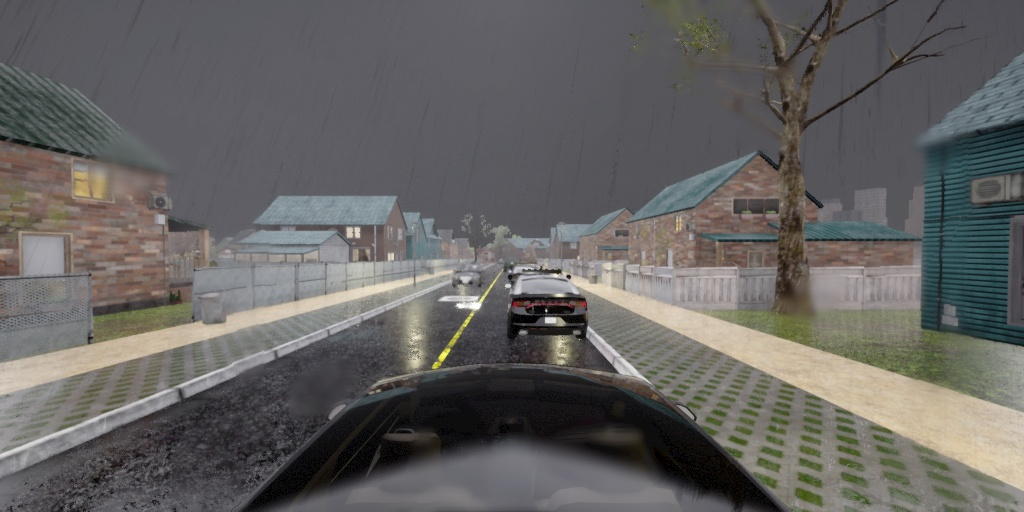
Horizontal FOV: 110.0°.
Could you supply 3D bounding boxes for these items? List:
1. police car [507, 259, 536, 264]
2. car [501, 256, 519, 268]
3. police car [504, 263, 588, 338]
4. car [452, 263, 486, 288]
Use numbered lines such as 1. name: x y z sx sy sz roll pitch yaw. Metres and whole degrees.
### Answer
1. police car: 0.829 1.179 20.258 1.930 1.638 5.238 0 0 0
2. car: 0.031 1.020 46.903 2.150 2.045 5.566 0 0 0
3. police car: 0.827 1.173 10.255 1.930 1.638 5.238 0 0 0
4. car: -2.744 1.249 23.650 2.128 1.511 4.902 0 0 0
